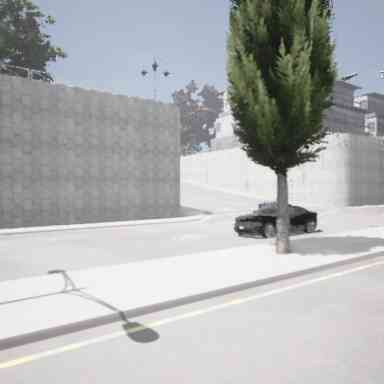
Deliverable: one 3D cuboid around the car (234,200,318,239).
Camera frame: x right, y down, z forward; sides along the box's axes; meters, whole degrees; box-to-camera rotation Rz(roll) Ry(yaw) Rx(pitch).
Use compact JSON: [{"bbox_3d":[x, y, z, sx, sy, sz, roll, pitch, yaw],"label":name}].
[{"bbox_3d":[4.345,1.369,16.918,5.008,1.535,1.882,-1,0,-35],"label":"car"}]
